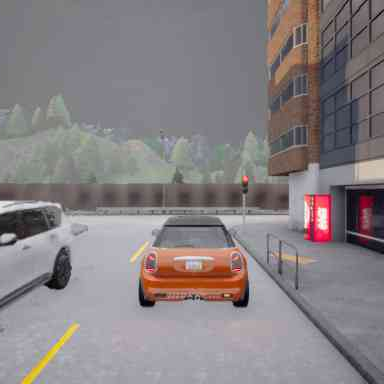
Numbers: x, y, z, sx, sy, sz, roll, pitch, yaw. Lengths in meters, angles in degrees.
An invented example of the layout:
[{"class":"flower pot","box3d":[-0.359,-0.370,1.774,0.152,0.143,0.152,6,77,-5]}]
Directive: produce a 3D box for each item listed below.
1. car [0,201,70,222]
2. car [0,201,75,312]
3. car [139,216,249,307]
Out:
[{"class":"car","box3d":[-12.354,1.492,25.992,4.902,1.511,2.128,0,0,7]},{"class":"car","box3d":[-4.055,1.221,6.196,2.150,2.045,5.566,0,0,1]},{"class":"car","box3d":[0.045,1.352,8.155,2.097,1.767,4.553,0,0,0]}]
